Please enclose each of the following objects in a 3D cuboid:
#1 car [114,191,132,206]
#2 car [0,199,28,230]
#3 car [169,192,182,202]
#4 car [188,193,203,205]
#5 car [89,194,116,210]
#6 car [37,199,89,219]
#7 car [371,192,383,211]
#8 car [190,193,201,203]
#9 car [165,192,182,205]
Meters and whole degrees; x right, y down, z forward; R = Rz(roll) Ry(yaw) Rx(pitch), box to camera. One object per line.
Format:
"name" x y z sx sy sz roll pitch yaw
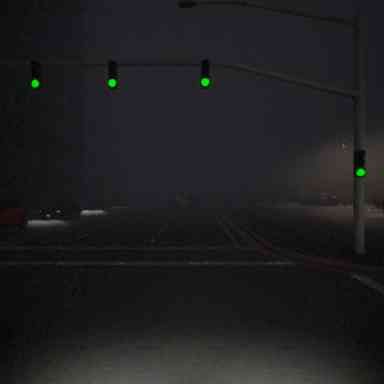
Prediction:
"car" -10.069 0.815 47.258 2.150 2.045 5.566 0 0 1
"car" -10.493 1.189 17.244 2.097 1.767 4.553 0 0 1
"car" -2.864 0.847 58.823 2.097 1.767 4.553 0 0 1
"car" 0.495 0.933 48.015 2.097 1.767 4.553 0 0 1
"car" -10.235 1.243 36.675 1.994 1.385 4.181 0 0 1
"car" -10.373 1.307 26.744 2.033 1.411 5.357 0 0 1
"car" 22.128 0.872 36.374 4.605 1.855 1.932 0 0 1
"car" 0.627 1.004 58.144 1.837 1.490 4.892 0 0 1
"car" -2.893 1.140 48.905 1.994 1.385 4.181 0 0 1
